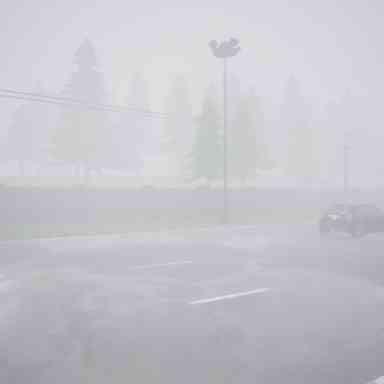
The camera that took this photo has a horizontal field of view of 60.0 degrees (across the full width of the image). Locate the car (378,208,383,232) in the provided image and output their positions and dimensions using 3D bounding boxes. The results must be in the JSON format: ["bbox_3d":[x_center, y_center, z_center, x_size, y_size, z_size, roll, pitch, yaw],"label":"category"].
[{"bbox_3d":[10.612,1.337,14.519,4.553,1.767,2.097,0,0,-29],"label":"car"}]

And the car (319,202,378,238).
[{"bbox_3d":[8.910,1.332,17.578,4.553,1.767,2.097,0,0,-29],"label":"car"}]
